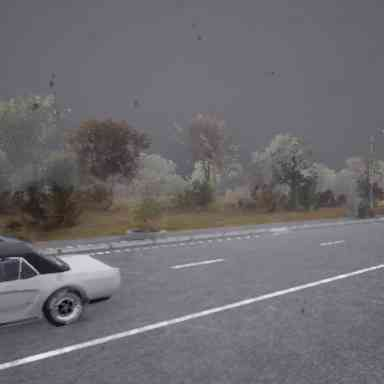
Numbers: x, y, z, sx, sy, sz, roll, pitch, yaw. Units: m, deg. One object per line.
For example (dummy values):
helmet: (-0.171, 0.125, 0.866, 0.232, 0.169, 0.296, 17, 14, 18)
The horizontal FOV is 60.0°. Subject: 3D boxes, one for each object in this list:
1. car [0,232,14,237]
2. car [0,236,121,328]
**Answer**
car: (-6.093, 1.563, 8.128, 4.181, 1.385, 1.994, 0, 0, -35)
car: (-3.728, 1.601, 5.514, 4.718, 1.301, 1.895, 0, 0, -35)
